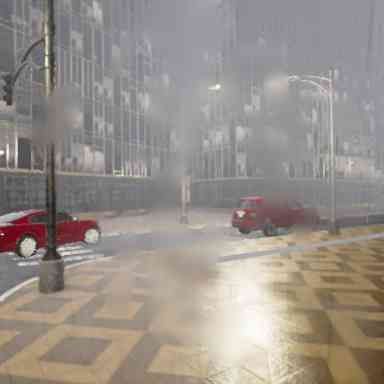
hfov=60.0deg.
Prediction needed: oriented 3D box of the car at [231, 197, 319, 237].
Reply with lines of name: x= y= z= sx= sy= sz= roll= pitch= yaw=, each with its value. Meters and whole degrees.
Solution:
car: x=4.199 y=1.155 z=16.677 sx=5.009 sy=1.841 sz=2.192 roll=0 pitch=-1 yaw=-34

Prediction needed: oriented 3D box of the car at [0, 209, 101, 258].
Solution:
car: x=-5.551 y=1.388 z=12.428 sx=1.882 sy=1.535 sz=5.008 roll=-3 pitch=-2 yaw=25
